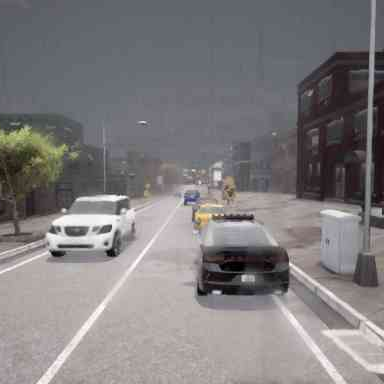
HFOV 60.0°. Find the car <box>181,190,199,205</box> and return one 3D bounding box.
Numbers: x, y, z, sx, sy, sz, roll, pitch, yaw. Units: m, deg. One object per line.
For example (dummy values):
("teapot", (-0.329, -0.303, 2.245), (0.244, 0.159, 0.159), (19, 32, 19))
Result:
("car", (0.028, 0.712, 45.854), (2.150, 2.045, 5.566), (0, 1, 0))

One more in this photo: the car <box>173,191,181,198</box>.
("car", (-3.432, 0.538, 78.241), (1.837, 1.490, 4.892), (0, 1, 0))

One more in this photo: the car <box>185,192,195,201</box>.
("car", (-0.327, 0.812, 59.355), (1.812, 1.442, 4.674), (0, 1, 0))

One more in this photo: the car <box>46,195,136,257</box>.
("car", (-3.597, 1.167, 12.996), (2.150, 2.045, 5.566), (0, 0, 0))

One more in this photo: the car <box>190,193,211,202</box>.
("car", (1.056, 1.172, 24.658), (2.097, 1.767, 4.553), (0, 1, 0))

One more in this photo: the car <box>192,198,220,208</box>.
("car", (1.055, 1.347, 18.875), (1.801, 1.575, 5.366), (0, 1, 0))

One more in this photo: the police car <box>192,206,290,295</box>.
("police car", (1.052, 1.397, 8.791), (1.930, 1.638, 5.238), (0, 0, 0))
